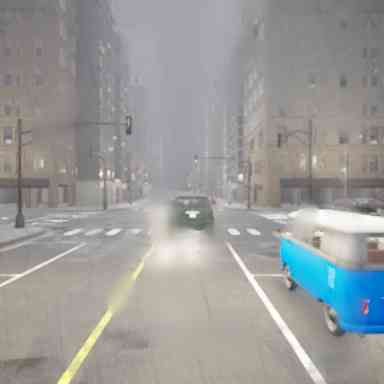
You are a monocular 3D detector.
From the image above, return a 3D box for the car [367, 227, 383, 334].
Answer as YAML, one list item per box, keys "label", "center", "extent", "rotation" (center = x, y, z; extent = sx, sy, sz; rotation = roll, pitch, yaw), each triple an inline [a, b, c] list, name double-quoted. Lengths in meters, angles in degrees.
- label: "car"
  center: [2.859, 1.310, 0.794]
  extent: [2.192, 1.841, 5.009]
  rotation: [0, 0, 0]

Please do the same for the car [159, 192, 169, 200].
- label: "car"
  center: [-6.570, 0.927, 78.297]
  extent: [2.192, 1.841, 5.009]
  rotation: [0, 0, -1]

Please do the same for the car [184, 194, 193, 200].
- label: "car"
  center: [-0.836, 1.170, 75.453]
  extent: [1.994, 1.385, 4.181]
  rotation: [0, 0, -1]

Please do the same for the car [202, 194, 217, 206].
- label: "car"
  center: [2.575, 1.171, 50.207]
  extent: [1.967, 1.590, 4.097]
  rotation: [0, 0, -1]

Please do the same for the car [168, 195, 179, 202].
- label: "car"
  center: [-3.621, 1.220, 65.547]
  extent: [1.994, 1.385, 4.181]
  rotation: [0, 0, -1]

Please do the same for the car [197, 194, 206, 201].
- label: "car"
  center: [2.079, 1.209, 72.818]
  extent: [1.802, 1.307, 4.206]
  rotation: [0, 0, -1]

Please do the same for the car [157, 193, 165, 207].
- label: "car"
  center: [-3.258, 1.241, 46.166]
  extent: [2.128, 1.511, 4.902]
  rotation: [0, 0, -1]

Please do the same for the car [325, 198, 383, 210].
- label: "car"
  center: [15.041, 1.304, 29.874]
  extent: [4.902, 1.511, 2.128]
  rotation: [0, 0, 0]

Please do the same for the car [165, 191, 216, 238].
- label: "car"
  center: [-0.176, 1.117, 17.233]
  extent: [2.150, 2.045, 5.566]
  rotation: [0, 0, -5]

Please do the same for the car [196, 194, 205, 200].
- label: "car"
  center: [1.954, 1.156, 78.471]
  extent: [1.887, 1.381, 4.507]
  rotation: [0, 0, -1]

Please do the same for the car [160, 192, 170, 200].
- label: "car"
  center: [-6.694, 0.915, 83.953]
  extent: [2.192, 1.841, 5.009]
  rotation: [0, 0, -1]

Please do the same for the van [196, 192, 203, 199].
- label: "van"
  center: [1.830, 0.941, 84.125]
  extent: [1.690, 1.788, 3.998]
  rotation: [0, 0, -1]

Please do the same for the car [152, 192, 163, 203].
- label: "car"
  center: [-6.196, 1.117, 61.336]
  extent: [1.967, 1.590, 4.097]
  rotation: [0, 0, -1]

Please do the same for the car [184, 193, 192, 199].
- label: "car"
  center: [-1.056, 1.048, 85.485]
  extent: [1.882, 1.535, 5.008]
  rotation: [0, 0, -1]

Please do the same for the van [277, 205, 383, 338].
- label: "van"
  center: [2.859, 1.303, 6.317]
  extent: [1.690, 1.788, 3.998]
  rotation: [0, 0, 0]

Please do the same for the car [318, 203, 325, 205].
- label: "car"
  center: [15.185, 1.345, 33.125]
  extent: [5.357, 1.411, 2.033]
  rotation: [0, 0, 0]

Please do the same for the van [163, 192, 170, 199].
- label: "van"
  center: [-6.818, 0.929, 89.608]
  extent: [1.690, 1.788, 3.998]
  rotation: [0, 0, -1]

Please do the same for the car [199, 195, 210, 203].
- label: "car"
  center: [2.327, 1.258, 61.515]
  extent: [1.802, 1.307, 4.206]
  rotation: [0, 0, -1]
